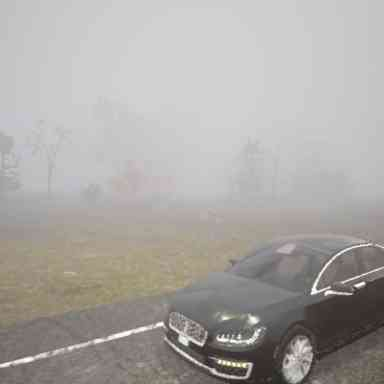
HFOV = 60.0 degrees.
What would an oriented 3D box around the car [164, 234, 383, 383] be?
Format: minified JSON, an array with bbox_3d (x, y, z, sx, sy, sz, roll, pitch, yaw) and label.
[{"bbox_3d":[1.866,1.506,5.362,4.892,1.490,1.837,0,0,-36],"label":"car"}]
